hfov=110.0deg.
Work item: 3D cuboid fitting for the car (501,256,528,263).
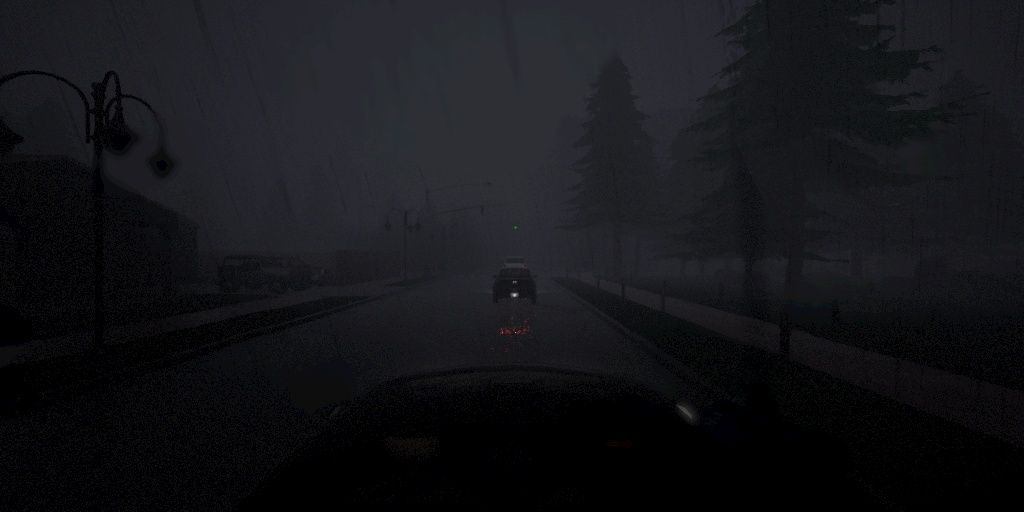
[{"bbox_3d":[0.254,1.007,31.442,2.150,2.045,5.566,0,0,0],"label":"car"}]

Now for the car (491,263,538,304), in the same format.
[{"bbox_3d":[0.125,1.265,16.412,1.837,1.490,4.892,0,0,0],"label":"car"}]

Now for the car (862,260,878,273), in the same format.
[{"bbox_3d":[44.809,1.275,43.644,5.008,1.535,1.882,0,0,2],"label":"car"}]
